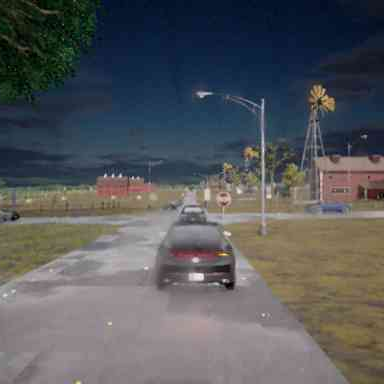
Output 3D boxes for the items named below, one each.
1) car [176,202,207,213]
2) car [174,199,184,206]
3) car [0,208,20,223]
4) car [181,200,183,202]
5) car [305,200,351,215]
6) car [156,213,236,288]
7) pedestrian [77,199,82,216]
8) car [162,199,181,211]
[{"bbox_3d":[0.067,1.668,23.549,1.812,1.442,4.674,0,0,0],"label":"car"},{"bbox_3d":[-2.842,2.247,71.754,1.994,1.385,4.181,0,-1,0],"label":"car"},{"bbox_3d":[-17.979,2.094,30.168,4.181,1.385,1.994,-1,1,0],"label":"car"},{"bbox_3d":[-2.903,2.037,57.402,1.994,1.385,4.181,0,-1,0],"label":"car"},{"bbox_3d":[13.460,1.458,33.001,4.181,1.385,1.994,-1,1,-2],"label":"car"},{"bbox_3d":[0.087,1.551,9.324,1.837,1.490,4.892,0,-1,0],"label":"car"},{"bbox_3d":[-12.200,1.675,36.119,0.375,1.860,0.375,0,2,0],"label":"pedestrian"},{"bbox_3d":[-2.934,1.936,45.770,1.895,1.301,4.718,0,-1,1],"label":"car"}]
